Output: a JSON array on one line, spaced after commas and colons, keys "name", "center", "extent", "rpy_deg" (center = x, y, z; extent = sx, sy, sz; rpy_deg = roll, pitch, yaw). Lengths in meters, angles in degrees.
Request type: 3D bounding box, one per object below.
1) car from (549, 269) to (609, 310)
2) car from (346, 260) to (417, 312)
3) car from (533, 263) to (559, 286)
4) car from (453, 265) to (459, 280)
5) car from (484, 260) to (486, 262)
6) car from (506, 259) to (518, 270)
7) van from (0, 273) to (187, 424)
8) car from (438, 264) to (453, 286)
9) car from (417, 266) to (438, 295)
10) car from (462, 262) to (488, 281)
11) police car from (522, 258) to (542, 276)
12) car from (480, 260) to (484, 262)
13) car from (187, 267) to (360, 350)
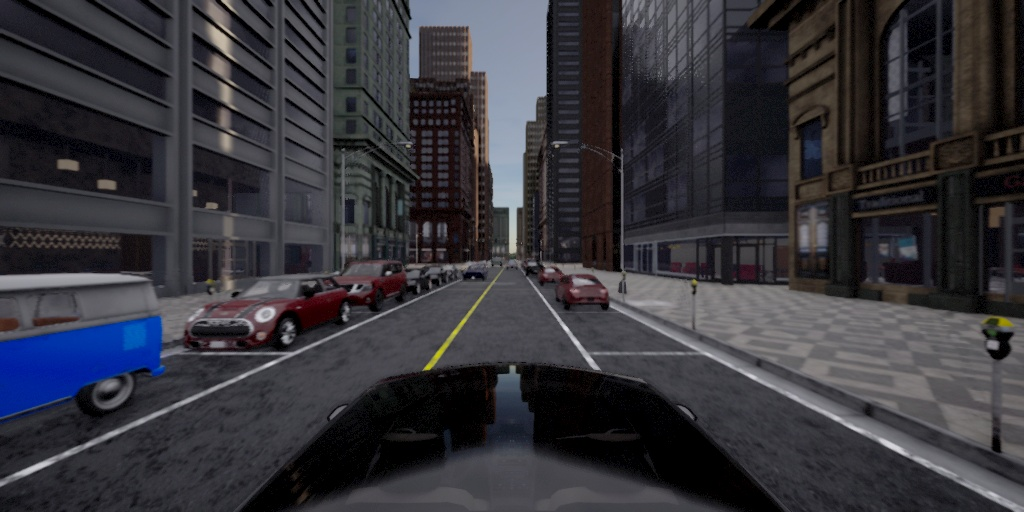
[{"name": "car", "center": [2.764, 1.371, 14.654], "extent": [1.802, 1.307, 4.207], "rpy_deg": [0, 0, 0]}, {"name": "car", "center": [-5.761, 1.104, 14.649], "extent": [2.192, 1.841, 5.009], "rpy_deg": [0, 0, 0]}, {"name": "car", "center": [2.766, 1.406, 25.926], "extent": [1.802, 1.307, 4.207], "rpy_deg": [0, 0, 0]}, {"name": "car", "center": [-5.758, 1.393, 31.559], "extent": [2.007, 1.370, 4.403], "rpy_deg": [0, 0, 0]}, {"name": "car", "center": [-5.753, 1.512, 59.741], "extent": [1.948, 1.339, 4.313], "rpy_deg": [0, 0, 0]}, {"name": "car", "center": [0.010, 1.484, 57.436], "extent": [2.033, 1.411, 5.357], "rpy_deg": [0, 0, 0]}, {"name": "van", "center": [-5.763, 1.096, 3.376], "extent": [1.690, 1.789, 3.998], "rpy_deg": [0, 0, 0]}, {"name": "car", "center": [-5.759, 1.390, 25.922], "extent": [1.948, 1.339, 4.313], "rpy_deg": [0, 0, 0]}, {"name": "car", "center": [-5.760, 1.373, 20.286], "extent": [1.948, 1.339, 4.313], "rpy_deg": [0, 0, 0]}, {"name": "car", "center": [-3.092, 1.441, 30.870], "extent": [1.895, 1.301, 4.718], "rpy_deg": [0, 0, 0]}, {"name": "police car", "center": [2.372, 1.291, 38.565], "extent": [1.930, 1.638, 5.238], "rpy_deg": [0, 0, 0]}, {"name": "car", "center": [-5.754, 1.506, 54.105], "extent": [1.802, 1.307, 4.207], "rpy_deg": [0, 0, 0]}, {"name": "car", "center": [-5.762, 1.212, 9.012], "extent": [1.967, 1.591, 4.097], "rpy_deg": [0, 0, 0]}]
